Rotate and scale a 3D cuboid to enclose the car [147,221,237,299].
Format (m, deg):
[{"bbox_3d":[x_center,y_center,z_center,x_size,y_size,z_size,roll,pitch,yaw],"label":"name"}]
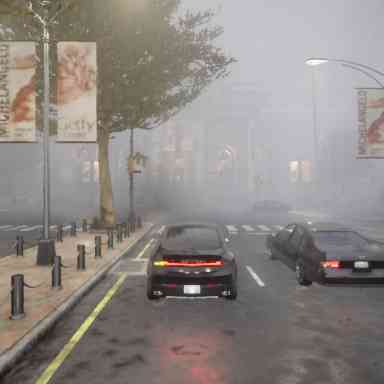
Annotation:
[{"bbox_3d":[-0.001,1.504,8.418,1.837,1.490,4.892,0,0,0],"label":"car"}]

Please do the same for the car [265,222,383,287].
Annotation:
[{"bbox_3d":[3.498,1.547,9.382,2.033,1.411,5.357,0,0,0],"label":"car"}]

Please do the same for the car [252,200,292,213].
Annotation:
[{"bbox_3d":[8.590,1.562,35.985,4.181,1.385,1.994,0,0,0],"label":"car"}]
